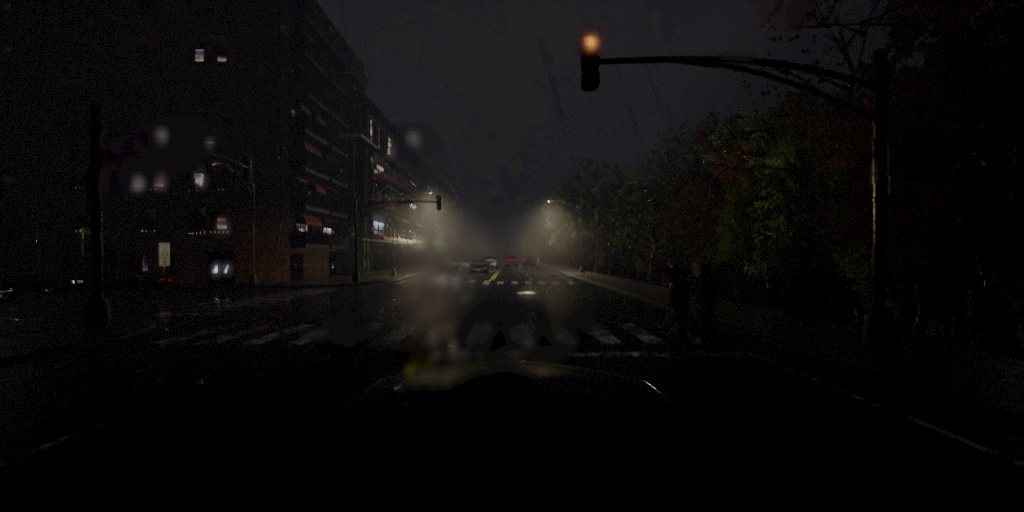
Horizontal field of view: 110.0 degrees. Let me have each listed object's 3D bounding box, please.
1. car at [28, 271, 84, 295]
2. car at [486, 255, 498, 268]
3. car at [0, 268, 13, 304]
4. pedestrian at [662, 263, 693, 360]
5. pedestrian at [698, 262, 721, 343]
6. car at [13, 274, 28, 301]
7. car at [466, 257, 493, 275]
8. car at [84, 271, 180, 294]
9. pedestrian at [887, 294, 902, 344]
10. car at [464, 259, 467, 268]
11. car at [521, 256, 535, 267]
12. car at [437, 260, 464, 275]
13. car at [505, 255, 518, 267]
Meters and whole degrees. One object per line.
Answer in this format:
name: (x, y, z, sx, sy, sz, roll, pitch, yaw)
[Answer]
car: (-28.386, 1.622, 21.825, 4.313, 1.339, 1.948, 0, 0, -1)
car: (-3.426, 0.915, 57.927, 2.150, 2.045, 5.566, 0, 0, 0)
car: (-22.681, 1.321, 13.290, 5.009, 1.841, 2.192, 0, 0, -1)
pedestrian: (3.157, 1.037, 6.863, 0.375, 1.860, 0.375, 0, 0, 0)
pedestrian: (4.450, 1.036, 8.161, 0.375, 1.860, 0.375, 0, 0, 0)
car: (-25.241, 1.557, 15.950, 4.674, 1.442, 1.812, -1, 0, -1)
car: (-3.414, 1.185, 38.781, 1.882, 1.535, 5.008, 0, 0, 0)
car: (-22.820, 1.567, 21.936, 4.207, 1.307, 1.802, 0, 0, -1)
pedestrian: (8.020, 1.264, 7.569, 0.500, 1.100, 0.500, 0, 0, 0)
car: (-6.685, 1.220, 54.025, 1.812, 1.442, 4.674, 0, 0, 0)
car: (3.128, 1.165, 64.357, 1.882, 1.535, 5.008, 0, 0, 0)
car: (-6.665, 1.308, 38.378, 1.895, 1.301, 4.718, 0, 0, 0)
car: (-0.122, 0.909, 64.380, 2.150, 2.045, 5.566, 0, 0, 0)
